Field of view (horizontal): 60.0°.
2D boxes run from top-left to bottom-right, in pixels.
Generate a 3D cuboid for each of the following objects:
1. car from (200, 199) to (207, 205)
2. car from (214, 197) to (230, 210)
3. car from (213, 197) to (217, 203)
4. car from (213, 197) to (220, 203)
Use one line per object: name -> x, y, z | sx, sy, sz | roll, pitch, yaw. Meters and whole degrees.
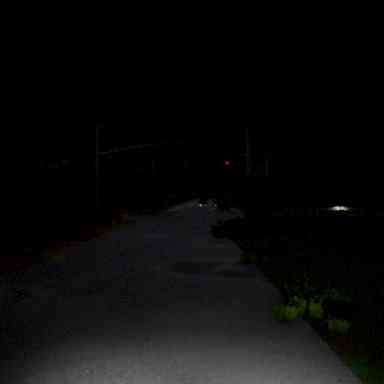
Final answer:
car -> 2.794, 2.371, 81.788 | 2.033, 1.411, 5.357 | 0, -1, 3
car -> 4.813, 1.983, 50.817 | 1.882, 1.535, 5.008 | 0, -1, 3
car -> 6.300, 2.422, 81.838 | 1.895, 1.301, 4.718 | 0, -1, 3
car -> 6.778, 2.272, 91.802 | 1.837, 1.490, 4.892 | 0, -1, 3
